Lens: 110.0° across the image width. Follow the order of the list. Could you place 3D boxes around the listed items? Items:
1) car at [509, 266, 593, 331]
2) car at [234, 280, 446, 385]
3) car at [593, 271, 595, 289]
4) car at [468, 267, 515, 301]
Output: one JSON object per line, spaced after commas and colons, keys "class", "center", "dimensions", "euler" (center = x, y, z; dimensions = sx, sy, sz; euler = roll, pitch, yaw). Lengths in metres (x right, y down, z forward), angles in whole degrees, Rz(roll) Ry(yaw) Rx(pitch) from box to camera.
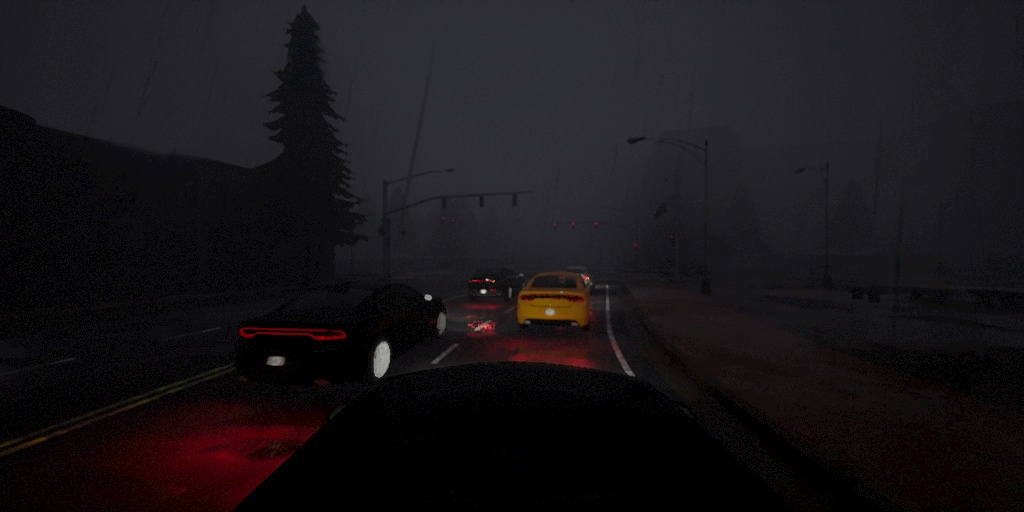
{"class": "car", "center": [1.444, 1.220, 11.108], "dimensions": [1.882, 1.535, 5.008], "euler": [0, 0, 12]}
{"class": "car", "center": [-2.812, 1.221, 7.179], "dimensions": [1.882, 1.535, 5.008], "euler": [0, 0, 7]}
{"class": "car", "center": [3.640, 1.260, 20.105], "dimensions": [1.812, 1.442, 4.674], "euler": [0, 0, 15]}
{"class": "car", "center": [-0.628, 1.241, 17.410], "dimensions": [1.837, 1.490, 4.892], "euler": [0, 0, 14]}
